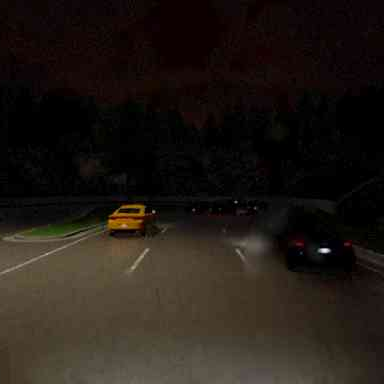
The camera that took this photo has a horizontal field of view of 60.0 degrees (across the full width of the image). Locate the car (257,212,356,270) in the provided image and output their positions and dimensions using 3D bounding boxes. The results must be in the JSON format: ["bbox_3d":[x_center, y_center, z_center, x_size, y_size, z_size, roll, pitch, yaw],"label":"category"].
[{"bbox_3d":[3.618,1.568,11.045,1.994,1.385,4.181,0,0,0],"label":"car"}]

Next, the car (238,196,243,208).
[{"bbox_3d":[5.998,1.367,44.152,2.097,1.767,4.553,0,0,12],"label":"car"}]

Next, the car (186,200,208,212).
[{"bbox_3d":[0.810,1.614,38.066,1.895,1.301,4.718,0,0,16],"label":"car"}]

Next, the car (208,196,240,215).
[{"bbox_3d":[3.331,1.489,34.023,1.882,1.535,5.008,0,0,16],"label":"car"}]

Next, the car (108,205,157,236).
[{"bbox_3d":[-3.192,1.484,18.649,1.882,1.535,5.008,0,0,2],"label":"car"}]

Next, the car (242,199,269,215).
[{"bbox_3d":[6.715,1.559,33.547,2.033,1.411,5.357,0,0,17],"label":"car"}]
